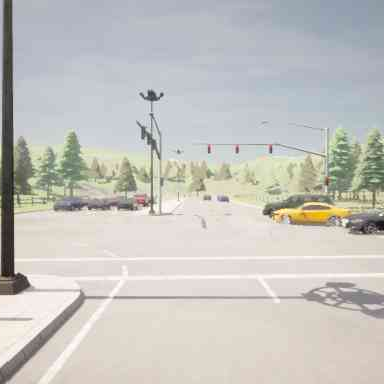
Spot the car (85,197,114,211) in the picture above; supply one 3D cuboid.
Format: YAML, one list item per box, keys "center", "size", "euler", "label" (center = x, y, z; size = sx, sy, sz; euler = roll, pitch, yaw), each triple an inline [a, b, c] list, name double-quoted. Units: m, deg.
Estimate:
- center: [-11.541, 1.564, 41.617]
  size: [1.994, 1.385, 4.181]
  euler: [0, 0, 0]
  label: "car"

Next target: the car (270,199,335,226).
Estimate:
- center: [8.266, 1.478, 22.871]
  size: [5.008, 1.535, 1.882]
  euler: [0, 1, 23]
  label: "car"

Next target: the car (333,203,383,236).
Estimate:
- center: [10.625, 1.492, 17.887]
  size: [4.902, 1.511, 2.128]
  euler: [0, 0, 0]
  label: "car"

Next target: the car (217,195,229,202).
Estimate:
- center: [7.143, 1.478, 73.848]
  size: [1.882, 1.535, 5.008]
  euler: [0, 0, 1]
  label: "car"

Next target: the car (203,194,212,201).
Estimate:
- center: [3.867, 1.355, 83.996]
  size: [2.097, 1.767, 4.553]
  euler: [0, 0, 2]
  label: "car"

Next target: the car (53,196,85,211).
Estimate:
- center: [-15.044, 1.352, 40.365]
  size: [2.097, 1.767, 4.553]
  euler: [0, 0, 0]
  label: "car"

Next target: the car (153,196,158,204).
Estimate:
- center: [-7.959, 1.547, 63.332]
  size: [2.033, 1.411, 5.357]
  euler: [0, 0, 1]
  label: "car"

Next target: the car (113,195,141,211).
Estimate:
- center: [-8.037, 1.478, 41.734]
  size: [1.882, 1.535, 5.008]
  euler: [0, 0, 0]
  label: "car"

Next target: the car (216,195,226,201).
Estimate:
- center: [7.375, 1.525, 84.252]
  size: [2.128, 1.511, 4.902]
  euler: [0, 0, 2]
  label: "car"

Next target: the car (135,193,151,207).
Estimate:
- center: [-8.022, 1.221, 51.668]
  size: [2.150, 2.045, 5.566]
  euler: [0, 0, 0]
  label: "car"

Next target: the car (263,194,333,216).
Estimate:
- center: [8.569, 1.223, 26.556]
  size: [5.566, 2.045, 2.150]
  euler: [0, 2, 30]
  label: "car"

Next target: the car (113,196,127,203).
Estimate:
- center: [-14.899, 1.499, 69.173]
  size: [1.837, 1.490, 4.892]
  euler: [0, 0, 0]
  label: "car"

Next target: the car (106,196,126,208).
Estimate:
- center: [-11.523, 1.478, 50.595]
  size: [1.882, 1.535, 5.008]
  euler: [0, 0, 0]
  label: "car"

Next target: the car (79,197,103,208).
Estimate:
- center: [-15.026, 1.547, 49.824]
  size: [2.033, 1.411, 5.357]
  euler: [0, 0, 0]
  label: "car"

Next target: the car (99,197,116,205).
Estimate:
- center: [-14.994, 1.564, 59.062]
  size: [1.994, 1.385, 4.181]
  euler: [0, 0, 0]
  label: "car"
